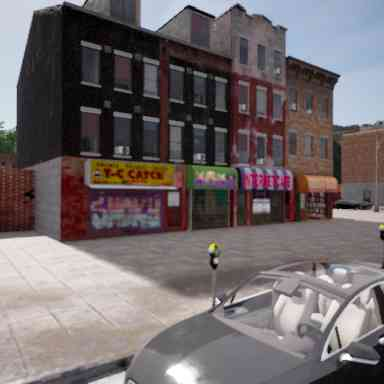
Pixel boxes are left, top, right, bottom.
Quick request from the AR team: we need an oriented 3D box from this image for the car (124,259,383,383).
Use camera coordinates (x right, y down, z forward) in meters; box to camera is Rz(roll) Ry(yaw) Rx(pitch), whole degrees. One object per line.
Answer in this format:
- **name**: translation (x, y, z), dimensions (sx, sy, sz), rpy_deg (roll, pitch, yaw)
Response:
- **car**: translation (1.392, 1.555, 3.787), dimensions (4.403, 1.369, 2.008), rpy_deg (0, 0, -35)

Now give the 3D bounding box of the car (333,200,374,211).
- **car**: translation (18.143, 1.527, 38.150), dimensions (1.895, 1.301, 4.718), rpy_deg (1, 0, -36)
